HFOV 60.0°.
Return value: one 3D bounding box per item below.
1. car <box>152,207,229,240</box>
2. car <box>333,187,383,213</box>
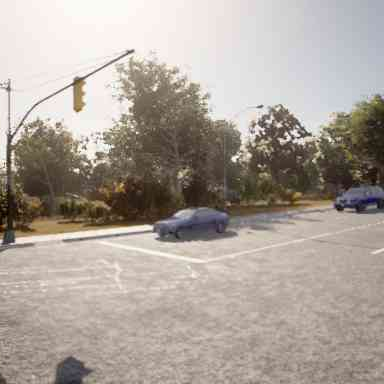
[{"bbox_3d":[0.053,1.580,17.870,4.674,1.442,1.812,-2,1,-42],"label":"car"},{"bbox_3d":[14.964,0.614,29.553,5.566,2.045,2.150,-4,1,-33],"label":"car"}]
